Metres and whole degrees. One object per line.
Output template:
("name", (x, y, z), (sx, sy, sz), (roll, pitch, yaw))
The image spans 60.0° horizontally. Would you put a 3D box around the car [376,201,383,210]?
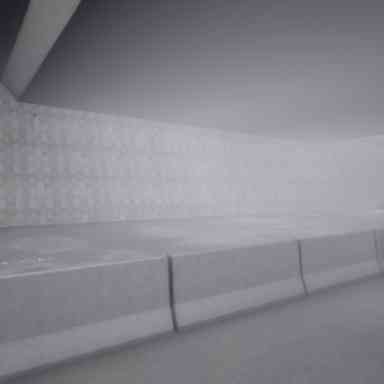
("car", (26.071, 1.691, 43.890), (4.181, 1.385, 1.994), (0, 0, -35))
